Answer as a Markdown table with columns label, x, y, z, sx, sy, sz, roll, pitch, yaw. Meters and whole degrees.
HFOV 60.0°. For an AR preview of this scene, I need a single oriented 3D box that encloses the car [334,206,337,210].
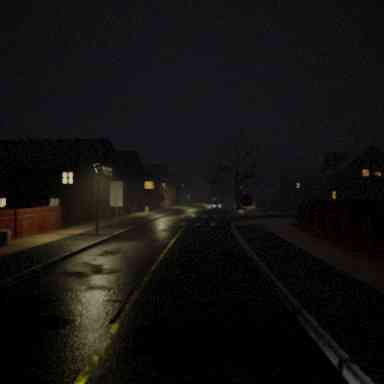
| label | x | y | z | sx | sy | sz | roll | pitch | yaw |
| --- | --- | --- | --- | --- | --- | --- | --- | --- | --- |
| car | 14.390 | 1.543 | 28.360 | 5.357 | 1.411 | 2.033 | -1 | 0 | 16 |

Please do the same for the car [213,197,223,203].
| label | x | y | z | sx | sy | sz | roll | pitch | yaw |
| --- | --- | --- | --- | --- | --- | --- | --- | --- | --- |
| car | 6.145 | 1.924 | 77.554 | 2.033 | 1.411 | 5.357 | 0 | -1 | 12 |
